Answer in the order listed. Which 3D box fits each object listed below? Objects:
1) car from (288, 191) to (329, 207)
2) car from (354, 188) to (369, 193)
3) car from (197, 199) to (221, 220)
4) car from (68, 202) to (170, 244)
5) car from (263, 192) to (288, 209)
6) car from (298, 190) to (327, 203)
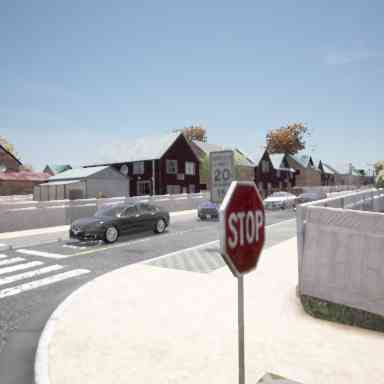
[{"bbox_3d":[10.119,0.704,27.804,2.033,1.411,5.357,-1,1,35],"label":"car"},{"bbox_3d":[25.846,0.039,50.019,1.895,1.301,4.718,-1,1,35],"label":"car"},{"bbox_3d":[2.264,0.823,21.819,2.097,1.767,4.553,-1,1,35],"label":"car"},{"bbox_3d":[-2.960,1.219,14.437,1.837,1.490,4.892,-1,1,35],"label":"car"},{"bbox_3d":[7.936,0.734,29.817,1.812,1.442,4.674,-1,1,36],"label":"car"},{"bbox_3d":[13.902,0.535,38.183,1.895,1.301,4.718,-1,1,36],"label":"car"}]
